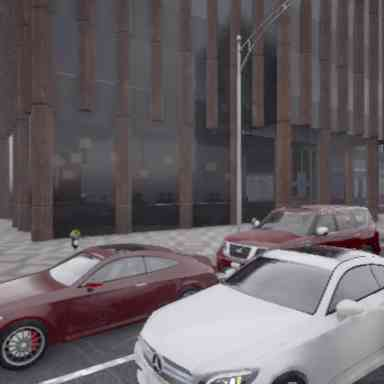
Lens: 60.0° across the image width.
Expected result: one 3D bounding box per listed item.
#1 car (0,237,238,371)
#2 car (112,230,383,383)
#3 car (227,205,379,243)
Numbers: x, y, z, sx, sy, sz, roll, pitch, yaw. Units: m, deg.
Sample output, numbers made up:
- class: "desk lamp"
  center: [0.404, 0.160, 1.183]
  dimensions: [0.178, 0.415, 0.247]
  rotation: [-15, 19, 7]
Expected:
- class: "car"
  center: [-1.433, 1.579, 5.625]
  dimensions: [4.206, 1.307, 1.802]
  rotation: [0, 0, -35]
- class: "car"
  center: [1.538, 1.519, 4.458]
  dimensions: [4.674, 1.442, 1.812]
  rotation: [0, 0, -36]
- class: "car"
  center: [3.011, 1.303, 8.792]
  dimensions: [5.009, 1.841, 2.192]
  rotation: [0, 0, -35]
